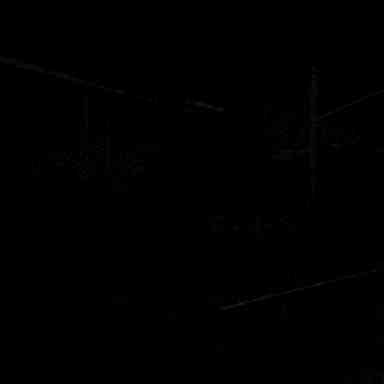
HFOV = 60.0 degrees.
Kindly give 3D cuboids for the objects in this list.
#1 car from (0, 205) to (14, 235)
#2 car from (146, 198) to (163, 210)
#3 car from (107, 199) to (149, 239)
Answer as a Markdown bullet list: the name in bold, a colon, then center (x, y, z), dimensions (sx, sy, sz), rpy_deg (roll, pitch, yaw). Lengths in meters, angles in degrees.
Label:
- **car**: center (-11.417, 1.524, 18.647), dimensions (2.242, 1.667, 4.611), rpy_deg (1, 0, -36)
- **car**: center (-5.841, 1.628, 46.290), dimensions (2.128, 1.511, 4.902), rpy_deg (1, 0, -35)
- **car**: center (-4.288, 1.447, 18.384), dimensions (1.905, 1.878, 3.866), rpy_deg (1, 0, -36)
